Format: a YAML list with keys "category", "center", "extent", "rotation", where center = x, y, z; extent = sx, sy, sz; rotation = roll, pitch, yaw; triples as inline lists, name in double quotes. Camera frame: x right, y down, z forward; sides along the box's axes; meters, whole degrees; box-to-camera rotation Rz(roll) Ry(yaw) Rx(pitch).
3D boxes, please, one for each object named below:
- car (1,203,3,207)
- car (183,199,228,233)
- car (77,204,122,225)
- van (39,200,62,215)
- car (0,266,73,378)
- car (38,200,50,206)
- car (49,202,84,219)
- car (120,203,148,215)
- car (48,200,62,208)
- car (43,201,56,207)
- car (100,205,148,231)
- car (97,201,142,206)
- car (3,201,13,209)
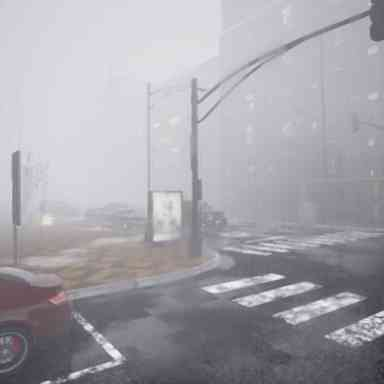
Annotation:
- category: "car"
  center: [-43.697, 2.879, 78.012]
  extent: [1.887, 1.381, 4.507]
  rotation: [-1, 0, -36]
- category: "car"
  center: [-0.066, 1.506, 22.219]
  extent: [2.150, 2.045, 5.566]
  rotation: [0, -1, -36]
- category: "car"
  center: [-7.858, 1.989, 28.327]
  extent: [2.008, 1.369, 4.403]
  rotation: [-1, 0, -36]
- category: "van"
  center: [-18.863, 2.054, 43.683]
  extent: [1.690, 1.788, 3.998]
  rotation: [-1, 0, -36]
- category: "car"
  center: [-3.640, 1.581, 3.972]
  extent: [4.206, 1.307, 1.802]
  rotation: [0, -1, -36]
- category: "car"
  center: [-36.910, 2.832, 82.928]
  extent: [1.887, 1.381, 4.507]
  rotation: [-1, 0, -36]
- category: "car"
  center: [-13.940, 2.135, 36.799]
  extent: [1.887, 1.381, 4.507]
  rotation: [-1, 0, -36]
- category: "car"
  center: [-7.438, 2.134, 42.386]
  extent: [1.802, 1.307, 4.206]
  rotation: [-1, 0, -36]
- category: "car"
  center: [-30.378, 2.564, 73.909]
  extent: [1.967, 1.590, 4.097]
  rotation: [-1, 0, -36]
- category: "car"
  center: [-33.642, 2.771, 78.418]
  extent: [1.947, 1.339, 4.313]
  rotation: [-1, 0, -36]
- category: "car"
  center: [-4.590, 1.908, 23.817]
  extent: [2.008, 1.369, 4.403]
  rotation: [-1, 0, -36]
- category: "car"
  center: [-6.918, 1.808, 31.685]
  extent: [2.097, 1.767, 4.553]
  rotation: [0, -1, -36]
- category: "car"
  center: [-37.161, 2.721, 68.992]
  extent: [2.008, 1.369, 4.403]
  rotation: [-1, 0, -36]
